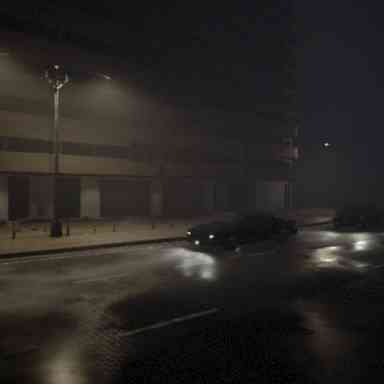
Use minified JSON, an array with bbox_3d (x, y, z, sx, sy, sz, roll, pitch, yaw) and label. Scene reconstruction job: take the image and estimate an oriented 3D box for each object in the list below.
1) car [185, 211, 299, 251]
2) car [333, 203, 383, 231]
[{"bbox_3d":[2.344,1.548,14.305,5.357,1.411,2.033,0,0,-36],"label":"car"},{"bbox_3d":[10.690,1.478,21.110,1.882,1.535,5.008,0,0,44],"label":"car"}]
